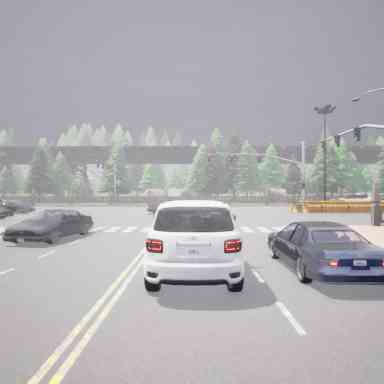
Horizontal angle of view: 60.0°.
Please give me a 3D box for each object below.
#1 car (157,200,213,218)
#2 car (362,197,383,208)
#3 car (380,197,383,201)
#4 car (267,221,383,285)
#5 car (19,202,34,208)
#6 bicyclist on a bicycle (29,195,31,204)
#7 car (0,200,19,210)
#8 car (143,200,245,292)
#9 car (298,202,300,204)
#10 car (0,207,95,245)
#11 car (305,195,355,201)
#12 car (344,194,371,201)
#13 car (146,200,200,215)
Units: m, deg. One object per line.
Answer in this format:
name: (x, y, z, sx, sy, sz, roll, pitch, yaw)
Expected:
car: (-0.585, 1.491, 30.175, 4.902, 1.511, 2.128, 0, 0, 0)
car: (27.319, 1.505, 47.727, 4.892, 1.490, 1.837, 0, 0, 0)
car: (26.174, 1.478, 40.734, 5.008, 1.535, 1.882, 0, 0, 0)
car: (3.576, 1.547, 9.550, 2.033, 1.411, 5.357, 0, 0, 0)
car: (-18.553, 1.492, 33.774, 4.902, 1.511, 2.128, 0, 0, 0)
bicyclist on a bicycle: (-27.018, 1.301, 55.805, 0.582, 1.620, 1.656, 0, 0, 0)
car: (-17.310, 1.547, 26.766, 5.357, 1.411, 2.033, 0, 0, 0)
car: (0.067, 1.221, 9.061, 2.150, 2.045, 5.566, 0, 0, 1)
car: (17.827, 1.477, 47.774, 5.008, 1.535, 1.882, 0, 0, 0)
car: (-6.513, 1.547, 15.946, 2.033, 1.411, 5.357, 0, 0, 7)
car: (16.671, 1.491, 40.779, 4.902, 1.511, 2.128, 0, 0, 0)
car: (21.113, 1.221, 44.256, 5.566, 2.045, 2.150, 0, 0, 0)
car: (-1.849, 1.547, 33.683, 5.357, 1.411, 2.033, 0, 0, 0)
